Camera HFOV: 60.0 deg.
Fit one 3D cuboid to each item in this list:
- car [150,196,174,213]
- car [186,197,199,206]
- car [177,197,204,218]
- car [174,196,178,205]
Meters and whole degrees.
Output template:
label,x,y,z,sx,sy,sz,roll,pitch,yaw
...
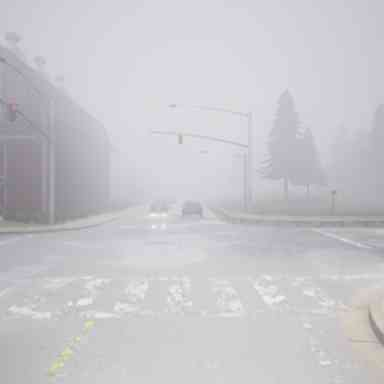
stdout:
label,x,y,z,sx,sy,sz,roll,pitch,yaw
car,-3.563,1.483,37.428,2.128,1.511,4.902,0,0,0
car,0.051,1.534,55.997,2.033,1.411,5.357,0,0,0
car,0.028,1.485,30.531,2.128,1.511,4.902,0,0,0
car,-3.512,1.493,58.175,1.837,1.490,4.892,0,-1,0
